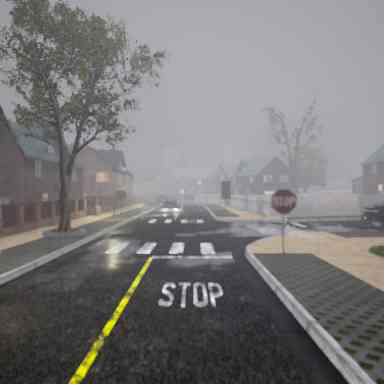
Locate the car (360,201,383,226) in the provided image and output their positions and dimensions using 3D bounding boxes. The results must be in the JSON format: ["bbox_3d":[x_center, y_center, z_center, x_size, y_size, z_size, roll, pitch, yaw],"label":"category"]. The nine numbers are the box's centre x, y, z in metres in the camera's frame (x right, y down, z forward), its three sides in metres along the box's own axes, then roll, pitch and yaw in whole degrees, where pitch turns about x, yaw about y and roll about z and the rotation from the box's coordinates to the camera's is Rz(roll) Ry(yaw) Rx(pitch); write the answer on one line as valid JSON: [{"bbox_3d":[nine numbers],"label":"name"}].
[{"bbox_3d":[11.669,1.137,17.850,4.902,1.511,2.128,-1,0,-2],"label":"car"}]

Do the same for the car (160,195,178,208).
[{"bbox_3d":[-2.893,1.476,45.844,1.895,1.301,4.718,0,0,-1],"label":"car"}]

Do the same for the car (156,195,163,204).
[{"bbox_3d":[-5.447,1.280,62.861,2.097,1.767,4.553,0,0,-18],"label":"car"}]
